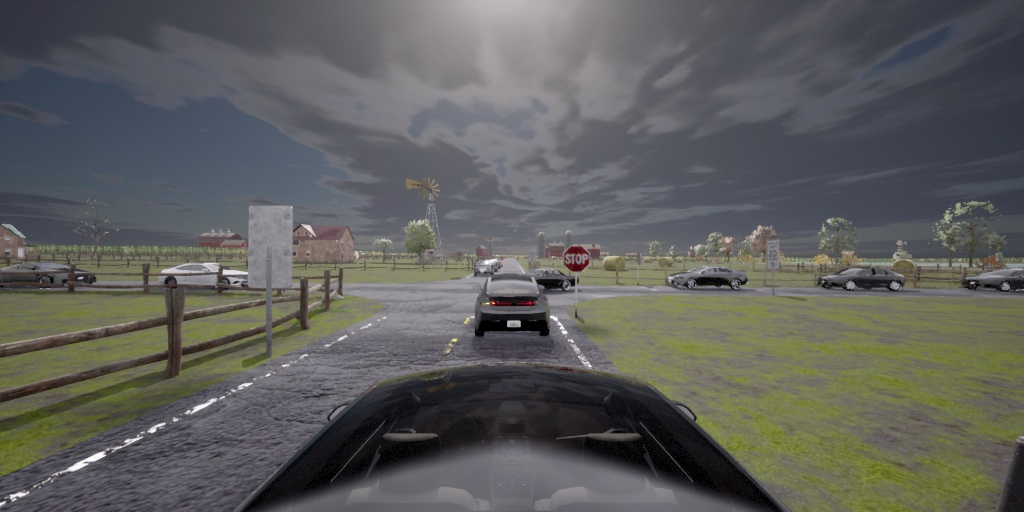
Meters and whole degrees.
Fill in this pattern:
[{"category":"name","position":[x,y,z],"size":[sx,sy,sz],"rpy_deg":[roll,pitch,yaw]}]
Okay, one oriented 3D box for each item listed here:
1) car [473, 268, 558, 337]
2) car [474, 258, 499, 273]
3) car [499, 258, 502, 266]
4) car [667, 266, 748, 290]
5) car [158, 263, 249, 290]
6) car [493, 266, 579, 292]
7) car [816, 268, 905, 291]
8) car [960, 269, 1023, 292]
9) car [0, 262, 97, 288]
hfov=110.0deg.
[{"category":"car","position":[-0.065,1.256,10.359],"size":[1.837,1.490,4.892],"rpy_deg":[0,0,-3]},{"category":"car","position":[-2.825,1.243,37.048],"size":[2.128,1.511,4.902],"rpy_deg":[0,0,0]},{"category":"car","position":[-2.809,1.241,46.494],"size":[2.128,1.511,4.902],"rpy_deg":[0,0,0]},{"category":"car","position":[12.819,1.397,23.621],"size":[4.902,1.511,2.128],"rpy_deg":[1,-1,-2]},{"category":"car","position":[-17.226,1.103,20.332],"size":[4.674,1.442,1.812],"rpy_deg":[1,-1,-1]},{"category":"car","position":[1.517,1.369,20.403],"size":[4.718,1.301,1.895],"rpy_deg":[1,0,-35]},{"category":"car","position":[23.049,1.508,23.794],"size":[4.892,1.490,1.837],"rpy_deg":[1,-1,-1]},{"category":"car","position":[33.088,1.601,23.911],"size":[4.892,1.490,1.837],"rpy_deg":[1,-1,-1]},{"category":"car","position":[-26.346,1.048,20.218],"size":[4.181,1.385,1.994],"rpy_deg":[1,-1,-1]}]
